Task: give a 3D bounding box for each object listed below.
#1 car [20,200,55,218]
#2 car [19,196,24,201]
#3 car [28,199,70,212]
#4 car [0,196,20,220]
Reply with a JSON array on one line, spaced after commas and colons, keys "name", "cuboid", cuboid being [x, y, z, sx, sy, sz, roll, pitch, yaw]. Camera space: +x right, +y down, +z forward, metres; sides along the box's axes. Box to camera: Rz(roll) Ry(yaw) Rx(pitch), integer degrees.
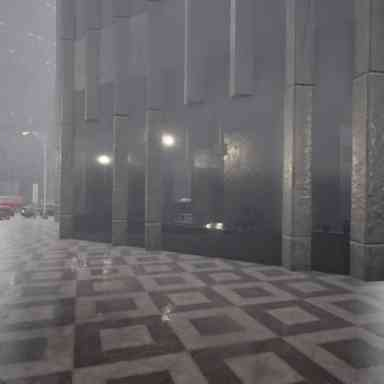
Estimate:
[{"name": "car", "cuboid": [-13.836, 1.742, 31.337, 1.947, 1.339, 4.313, 1, 0, 35]}, {"name": "car", "cuboid": [-20.770, 1.353, 36.288, 2.192, 1.841, 5.009, 1, 0, 35]}, {"name": "car", "cuboid": [-17.500, 1.634, 40.885, 1.947, 1.339, 4.313, 1, 0, 35]}, {"name": "car", "cuboid": [-17.106, 1.463, 26.738, 2.192, 1.841, 5.009, 1, 0, 35]}]
